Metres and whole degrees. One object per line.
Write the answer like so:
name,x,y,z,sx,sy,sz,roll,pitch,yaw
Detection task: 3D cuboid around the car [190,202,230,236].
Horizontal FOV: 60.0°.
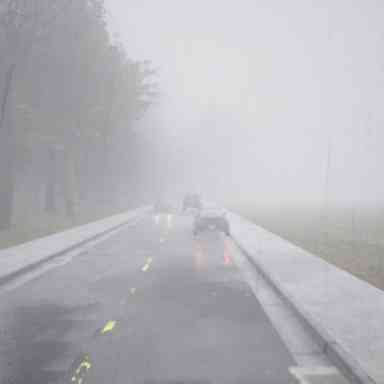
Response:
car,0.965,1.503,17.974,1.812,1.442,4.674,0,0,0

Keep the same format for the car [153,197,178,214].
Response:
car,-2.837,1.521,34.215,1.994,1.385,4.181,0,0,0

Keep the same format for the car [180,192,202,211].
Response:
car,0.041,1.170,39.361,2.150,2.045,5.566,0,0,1

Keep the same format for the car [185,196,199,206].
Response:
car,0.011,1.425,53.198,2.128,1.511,4.902,0,0,0

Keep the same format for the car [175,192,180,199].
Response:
car,-2.735,0.967,76.702,2.150,2.045,5.566,0,0,0
